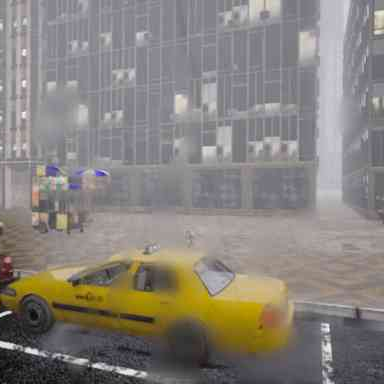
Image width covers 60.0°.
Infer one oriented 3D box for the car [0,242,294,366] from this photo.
[{"bbox_3d":[-0.873,1.524,5.447,4.829,1.417,1.752,0,0,21],"label":"car"}]
